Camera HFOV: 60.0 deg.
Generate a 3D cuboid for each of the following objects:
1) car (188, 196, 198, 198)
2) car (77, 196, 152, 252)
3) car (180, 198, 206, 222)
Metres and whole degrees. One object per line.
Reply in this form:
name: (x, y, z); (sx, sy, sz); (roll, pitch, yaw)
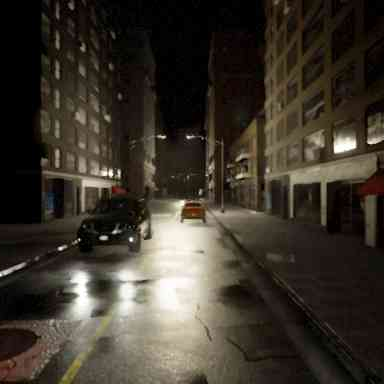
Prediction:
car: (0.099, 1.375, 45.680); (2.097, 1.767, 4.553); (0, 0, 0)
car: (-3.015, 1.228, 14.181); (2.150, 2.045, 5.566); (0, 0, 0)
car: (0.102, 1.490, 26.361); (1.882, 1.535, 5.008); (0, 0, 0)
